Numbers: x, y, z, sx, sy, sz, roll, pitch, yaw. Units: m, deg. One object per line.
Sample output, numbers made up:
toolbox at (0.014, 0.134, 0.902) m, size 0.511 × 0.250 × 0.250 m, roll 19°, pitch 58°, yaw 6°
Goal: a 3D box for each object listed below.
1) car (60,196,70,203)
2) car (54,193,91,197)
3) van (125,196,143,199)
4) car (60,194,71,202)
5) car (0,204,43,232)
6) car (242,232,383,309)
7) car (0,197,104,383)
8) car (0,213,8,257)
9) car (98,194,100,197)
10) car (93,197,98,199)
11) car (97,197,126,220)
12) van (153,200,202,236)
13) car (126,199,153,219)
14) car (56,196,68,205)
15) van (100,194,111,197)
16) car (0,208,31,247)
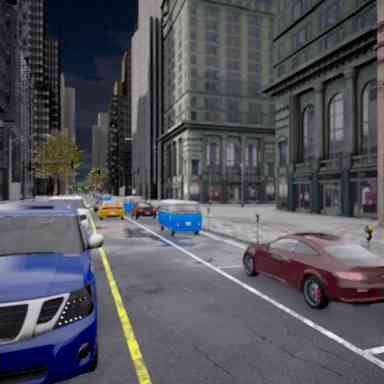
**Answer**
car at (-27.622, 1.578, 72.250) m, size 1.887 × 1.381 × 4.507 m, roll 0°, pitch 0°, yaw -18°
car at (-6.734, 1.222, 17.859) m, size 2.150 × 2.045 × 5.566 m, roll 0°, pitch 0°, yaw -18°
van at (-5.966, 1.343, 33.945) m, size 1.690 × 1.788 × 3.998 m, roll 0°, pitch 0°, yaw -18°
car at (-29.281, 1.354, 77.273) m, size 2.192 × 1.841 × 5.009 m, roll 0°, pitch 0°, yaw -18°
car at (-10.626, 1.546, 20.785) m, size 1.887 × 1.381 × 4.507 m, roll 0°, pitch 0°, yaw -18°
car at (2.699, 1.581, 7.714) m, size 1.802 × 1.307 × 4.206 m, roll 0°, pitch 0°, yaw -18°
car at (-2.790, 1.222, 5.602) m, size 2.150 × 2.045 × 5.566 m, roll 0°, pitch 0°, yaw -18°
car at (-7.102, 1.526, 10.132) m, size 1.752 × 1.417 × 4.829 m, roll 0°, pitch 0°, yaw -18°
car at (-19.600, 1.598, 75.145) m, size 1.947 × 1.339 × 4.313 m, roll 0°, pitch 0°, yaw -18°
car at (-10.202, 1.569, 38.089) m, size 1.994 × 1.385 × 4.181 m, roll 0°, pitch 0°, yaw -18°
car at (-6.911, 1.479, 28.202) m, size 1.882 × 1.535 × 5.008 m, roll 0°, pitch 0°, yaw -18°
van at (-0.766, 1.341, 18.207) m, size 1.690 × 1.788 × 3.998 m, roll 0°, pitch 0°, yaw -18°
car at (-4.233, 1.545, 28.698) m, size 1.887 × 1.381 × 4.507 m, roll 0°, pitch 0°, yaw -18°
car at (-24.253, 1.549, 62.041) m, size 1.752 × 1.417 × 4.829 m, roll 0°, pitch 0°, yaw -18°
van at (-17.900, 1.368, 70.006) m, size 1.690 × 1.788 × 3.998 m, roll 0°, pitch 0°, yaw -18°
car at (-8.891, 1.546, 15.539) m, size 1.887 × 1.381 × 4.507 m, roll 0°, pitch 0°, yaw -18°
